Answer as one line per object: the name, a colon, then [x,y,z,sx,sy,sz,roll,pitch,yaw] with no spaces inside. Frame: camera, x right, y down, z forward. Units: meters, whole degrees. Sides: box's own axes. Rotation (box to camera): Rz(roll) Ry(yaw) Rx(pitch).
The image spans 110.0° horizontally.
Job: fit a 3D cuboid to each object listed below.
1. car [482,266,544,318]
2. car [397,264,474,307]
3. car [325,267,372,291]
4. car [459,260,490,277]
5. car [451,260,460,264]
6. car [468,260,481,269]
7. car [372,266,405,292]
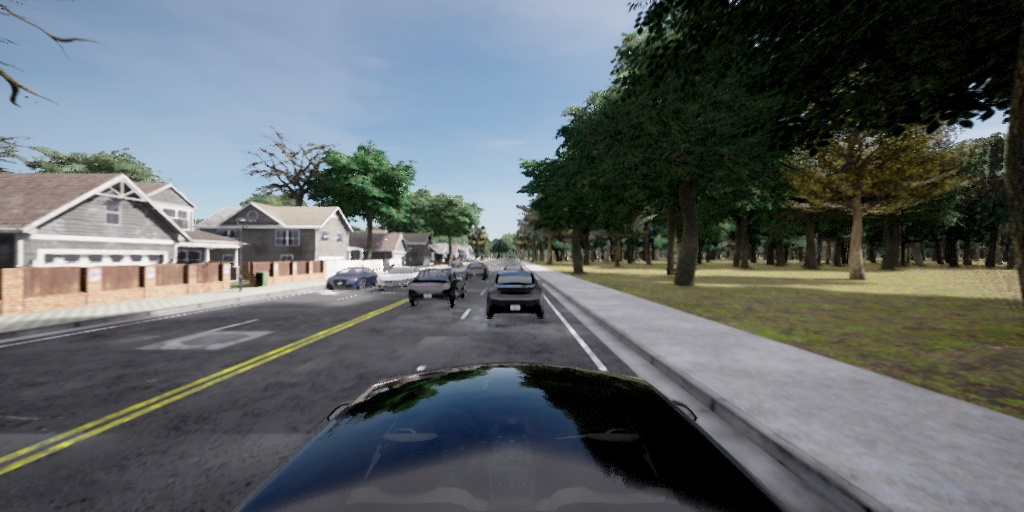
car: [0.101,1.292,13.046,1.837,1.490,4.892,0,0,0]
car: [-3.146,1.288,15.833,2.128,1.511,4.902,0,0,0]
car: [-9.842,1.385,22.466,1.994,1.385,4.181,0,0,0]
car: [-3.142,1.351,32.573,2.128,1.511,4.902,0,0,0]
car: [-9.764,1.495,63.724,1.812,1.442,4.674,0,0,1]
car: [-6.518,1.493,62.902,1.812,1.442,4.674,0,0,1]
car: [-6.592,1.344,21.851,1.812,1.442,4.674,0,0,0]
